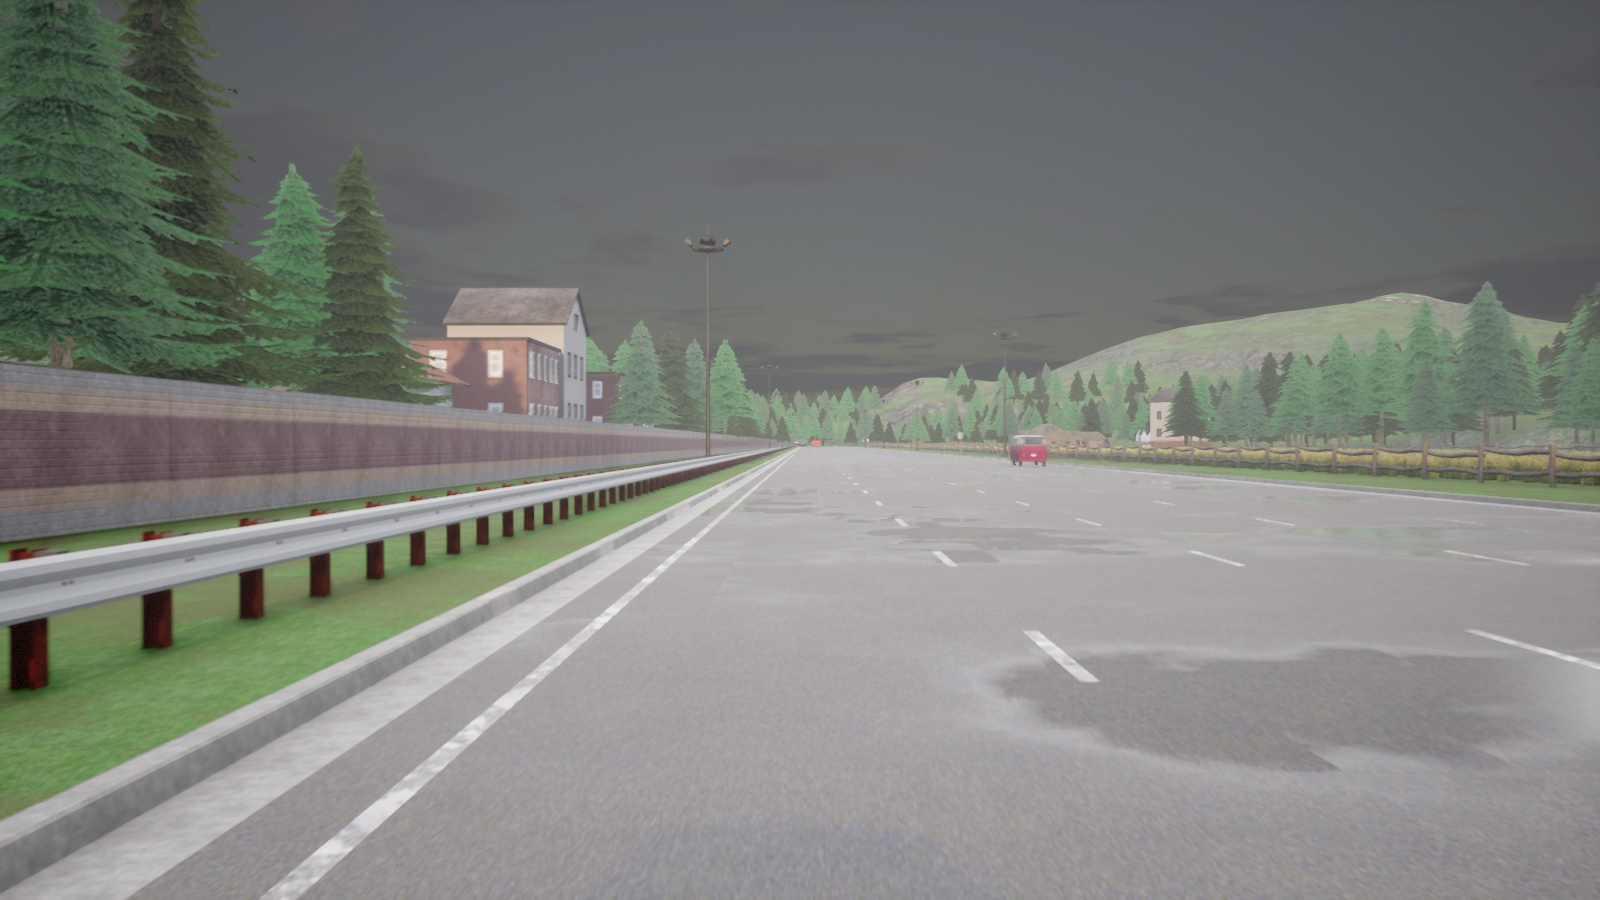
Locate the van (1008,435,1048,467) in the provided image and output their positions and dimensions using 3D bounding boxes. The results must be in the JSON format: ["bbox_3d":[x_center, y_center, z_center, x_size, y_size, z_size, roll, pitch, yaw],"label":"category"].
[{"bbox_3d":[14.477,0.060,79.969,1.775,1.987,4.442,0,0,0],"label":"van"}]
